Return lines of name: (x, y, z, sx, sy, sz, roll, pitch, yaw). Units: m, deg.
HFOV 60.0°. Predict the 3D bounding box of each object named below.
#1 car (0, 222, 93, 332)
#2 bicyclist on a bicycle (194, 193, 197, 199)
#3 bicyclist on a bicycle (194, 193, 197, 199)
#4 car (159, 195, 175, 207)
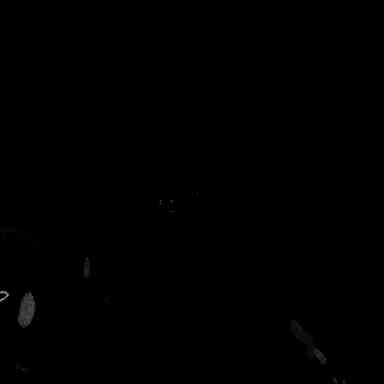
car: (-3.601, 1.474, 6.999, 1.882, 1.535, 5.008, 0, 0, 0)
bicyclist on a bicycle: (0.961, 1.080, 81.066, 0.659, 1.776, 1.843, 0, 0, 0)
bicyclist on a bicycle: (0.960, 1.066, 90.068, 0.659, 1.776, 1.843, 0, 0, 0)
car: (-3.582, 1.216, 48.416, 2.097, 1.767, 4.553, 0, 0, 0)
